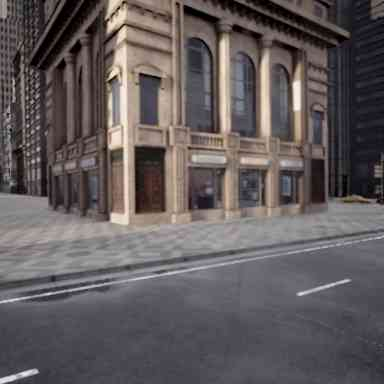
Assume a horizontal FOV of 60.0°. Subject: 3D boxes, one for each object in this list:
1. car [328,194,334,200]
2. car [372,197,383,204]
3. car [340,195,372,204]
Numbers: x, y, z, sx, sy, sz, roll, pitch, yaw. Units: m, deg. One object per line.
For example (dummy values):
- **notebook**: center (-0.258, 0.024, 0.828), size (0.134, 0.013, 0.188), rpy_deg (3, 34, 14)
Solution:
- **car**: center (26.415, 0.991, 67.210), size (1.947, 1.339, 4.313), rpy_deg (0, 1, -36)
- **car**: center (29.390, 1.240, 48.542), size (1.887, 1.381, 4.507), rpy_deg (0, 1, -36)
- **car**: center (26.194, 1.176, 52.963), size (1.752, 1.417, 4.829), rpy_deg (0, 1, -36)
